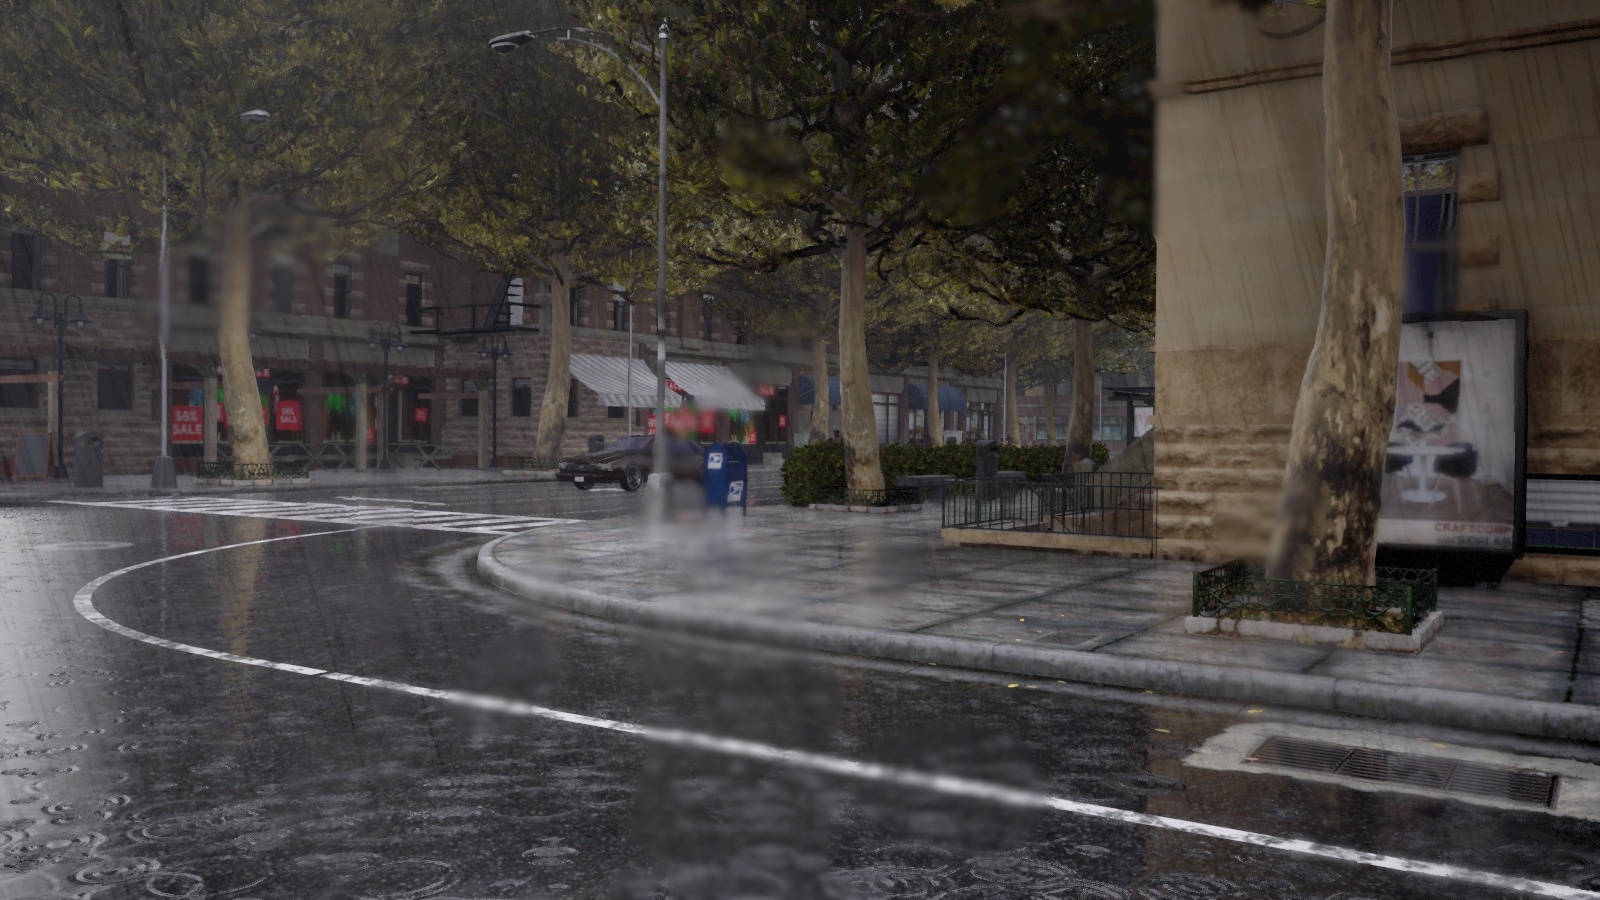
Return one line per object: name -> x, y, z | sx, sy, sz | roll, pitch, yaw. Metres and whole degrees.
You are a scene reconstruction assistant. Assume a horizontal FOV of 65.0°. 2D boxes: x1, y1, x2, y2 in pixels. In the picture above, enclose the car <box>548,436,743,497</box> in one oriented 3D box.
car -> -3.879, 0.368, 32.640 | 2.033, 1.411, 5.357 | 0, 1, 33
